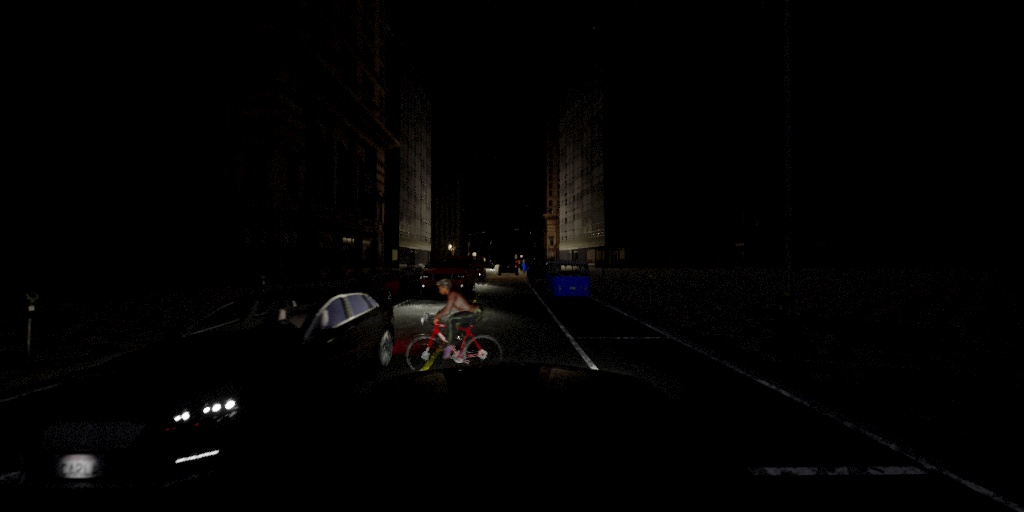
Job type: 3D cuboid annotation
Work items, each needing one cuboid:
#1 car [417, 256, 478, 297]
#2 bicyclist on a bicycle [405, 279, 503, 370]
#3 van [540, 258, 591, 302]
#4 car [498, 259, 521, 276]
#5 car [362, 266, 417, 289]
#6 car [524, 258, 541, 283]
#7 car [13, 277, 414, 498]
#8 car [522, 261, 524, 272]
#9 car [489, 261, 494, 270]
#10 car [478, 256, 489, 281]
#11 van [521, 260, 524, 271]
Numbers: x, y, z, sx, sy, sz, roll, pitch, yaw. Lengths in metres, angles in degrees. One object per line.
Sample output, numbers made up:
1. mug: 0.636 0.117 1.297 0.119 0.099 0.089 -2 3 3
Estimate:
1. car: -3.310 0.992 19.424 2.150 2.045 5.566 0 0 -1
2. bicyclist on a bicycle: -0.975 1.205 6.033 1.656 1.620 0.582 0 0 -1
3. van: 2.487 1.105 16.728 1.690 1.789 3.998 0 0 -1
4. car: -0.400 1.163 39.275 2.097 1.767 4.553 0 0 -1
5. car: -6.038 1.309 16.623 1.888 1.381 4.507 0 0 -1
6. car: 2.340 1.098 27.648 2.192 1.841 5.009 0 0 -1
7. car: -3.125 1.244 5.015 2.128 1.511 4.902 0 0 -1
8. car: 2.266 1.345 33.107 2.007 1.370 4.403 0 0 -1
9. car: -3.801 1.440 56.344 1.994 1.385 4.181 0 0 -1
10. car: -3.408 1.011 30.362 2.150 2.045 5.566 0 0 0
11. van: 2.119 1.166 44.026 1.690 1.789 3.998 0 0 -1
